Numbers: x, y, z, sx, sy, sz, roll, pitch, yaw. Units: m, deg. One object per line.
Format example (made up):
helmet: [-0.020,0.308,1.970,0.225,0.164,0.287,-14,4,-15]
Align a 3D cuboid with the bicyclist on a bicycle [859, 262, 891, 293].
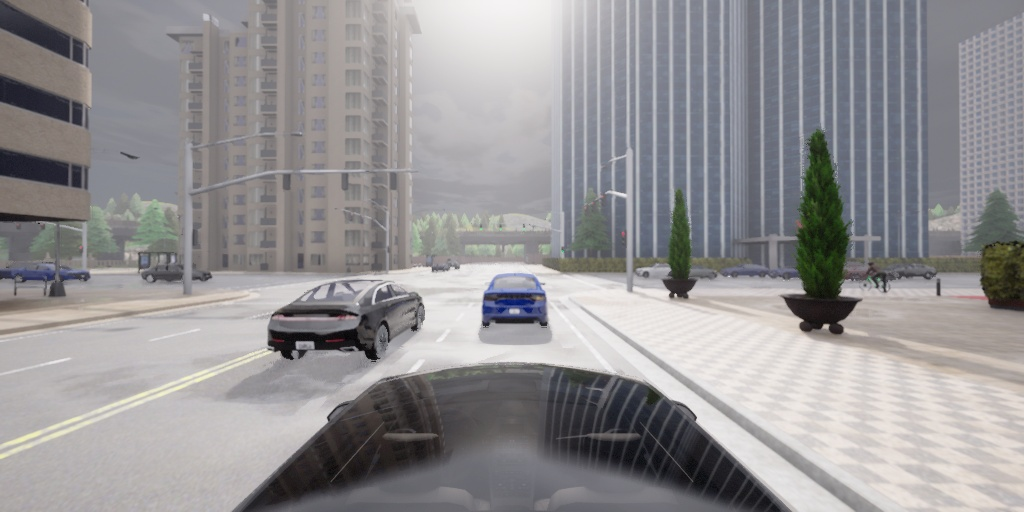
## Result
bicyclist on a bicycle: [19.638,1.168,19.436,0.582,1.620,1.656,0,-1,-1]

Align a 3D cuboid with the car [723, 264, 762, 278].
car: [24.286,1.512,37.463,4.674,1.442,1.812,0,0,0]

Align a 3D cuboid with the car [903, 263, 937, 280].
car: [37.245,1.456,34.080,4.902,1.511,2.128,0,0,0]

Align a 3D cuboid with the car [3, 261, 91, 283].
car: [-38.003,1.413,29.644,5.008,1.535,1.882,0,0,-1]

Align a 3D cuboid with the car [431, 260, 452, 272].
car: [-10.604,1.692,53.132,1.895,1.301,4.718,0,0,0]

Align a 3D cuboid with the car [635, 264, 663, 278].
car: [15.203,1.512,37.373,4.674,1.442,1.812,0,0,-1]

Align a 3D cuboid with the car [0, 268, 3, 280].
car: [-44.970,1.311,33.249,4.553,1.767,2.097,0,0,-1]

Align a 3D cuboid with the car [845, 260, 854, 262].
car: [34.371,1.339,37.559,4.553,1.767,2.097,0,0,0]

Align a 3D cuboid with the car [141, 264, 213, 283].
car: [-27.700,1.441,29.733,4.892,1.490,1.837,0,0,-1]

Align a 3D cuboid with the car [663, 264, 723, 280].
car: [17.004,1.527,33.891,4.181,1.385,1.994,0,0,-1]

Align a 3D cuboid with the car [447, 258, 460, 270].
car: [-10.567,1.383,63.809,2.150,2.045,5.566,0,0,0]

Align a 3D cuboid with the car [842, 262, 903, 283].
car: [29.510,1.465,30.319,4.674,1.442,1.812,0,0,-1]

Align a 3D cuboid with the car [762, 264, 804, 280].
car: [26.924,1.489,33.985,4.674,1.442,1.812,0,0,0]

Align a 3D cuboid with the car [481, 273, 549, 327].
car: [0.109,1.295,11.816,1.882,1.535,5.008,0,0,1]

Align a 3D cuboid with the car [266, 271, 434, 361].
car: [-3.436,1.287,8.400,2.128,1.511,4.902,0,0,0]
